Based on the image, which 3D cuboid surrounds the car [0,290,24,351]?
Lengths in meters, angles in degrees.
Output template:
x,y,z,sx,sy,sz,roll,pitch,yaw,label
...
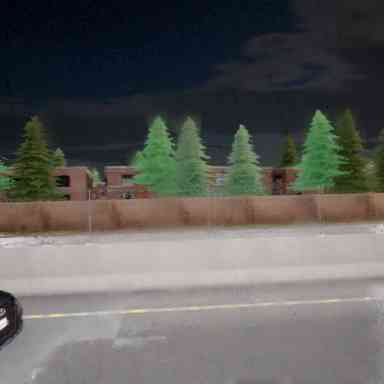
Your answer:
x,y,z,sx,sy,sz,roll,pitch,yaw,label
-4.806,1.840,4.807,4.181,1.385,1.994,-1,-2,-5,car
